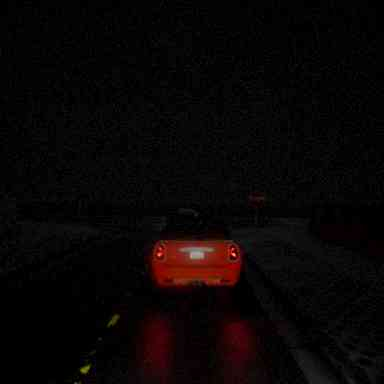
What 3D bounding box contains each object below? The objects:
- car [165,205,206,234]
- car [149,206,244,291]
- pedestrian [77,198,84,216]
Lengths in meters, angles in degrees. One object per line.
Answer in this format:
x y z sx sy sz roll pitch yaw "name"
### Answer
-0.548 1.581 20.583 1.812 1.442 4.674 0 0 -10 "car"
0.102 1.375 9.208 2.097 1.767 4.553 0 0 0 "car"
-9.700 1.137 28.858 0.375 1.860 0.375 0 -1 0 "pedestrian"
